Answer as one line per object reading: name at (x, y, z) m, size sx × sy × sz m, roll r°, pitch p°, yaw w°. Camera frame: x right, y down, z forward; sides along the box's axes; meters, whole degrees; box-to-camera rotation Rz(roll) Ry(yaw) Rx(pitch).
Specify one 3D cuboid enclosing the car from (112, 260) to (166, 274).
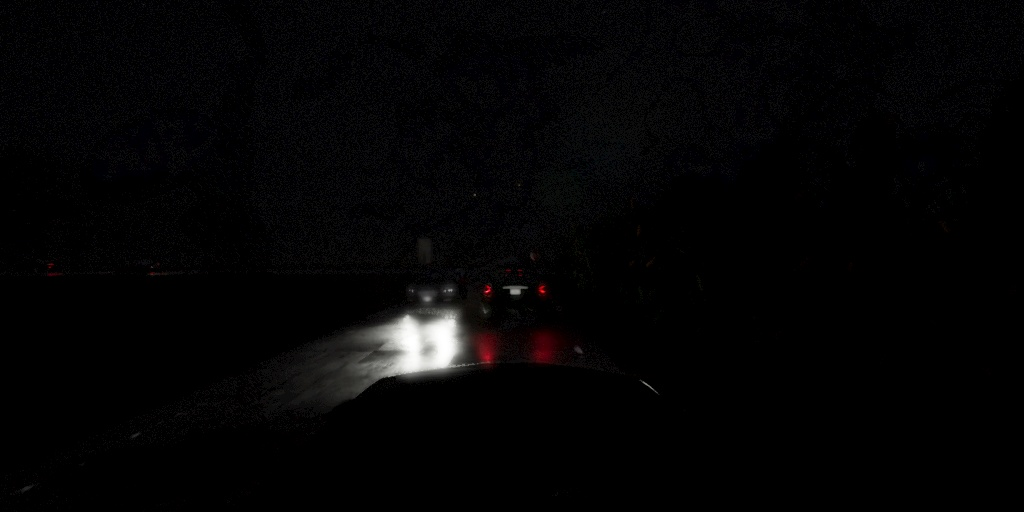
car at (-41.856, 1.242, 40.411) m, size 4.674 × 1.442 × 1.812 m, roll -1°, pitch 2°, yaw 0°

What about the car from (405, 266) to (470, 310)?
car at (-2.820, 1.166, 14.404) m, size 2.128 × 1.511 × 4.902 m, roll 0°, pitch 0°, yaw 0°

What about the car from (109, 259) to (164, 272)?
car at (-45.255, 1.182, 43.257) m, size 4.674 × 1.442 × 1.812 m, roll 0°, pitch 2°, yaw 1°

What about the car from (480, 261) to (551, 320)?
car at (0.104, 1.037, 12.399) m, size 2.097 × 1.767 × 4.553 m, roll 0°, pitch 0°, yaw 0°
